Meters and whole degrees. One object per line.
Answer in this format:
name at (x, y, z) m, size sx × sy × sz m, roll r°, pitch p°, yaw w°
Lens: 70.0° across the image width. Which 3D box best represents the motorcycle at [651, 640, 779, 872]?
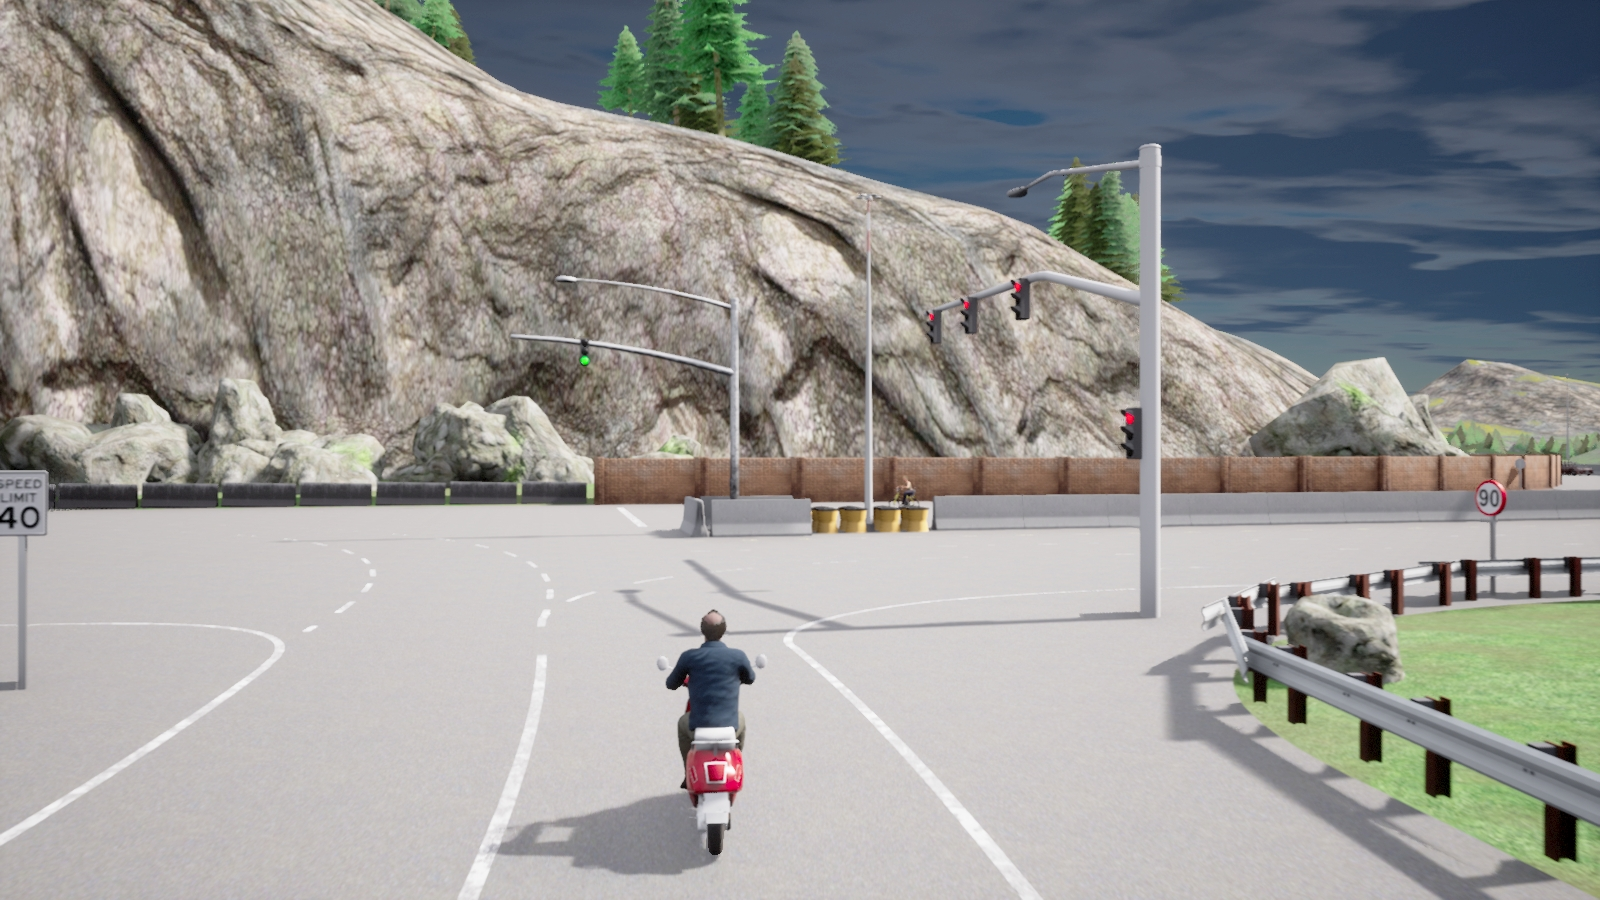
motorcycle at (-0.659, 2.182, 8.513) m, size 0.856 × 1.236 × 1.805 m, roll 0°, pitch 0°, yaw -6°
